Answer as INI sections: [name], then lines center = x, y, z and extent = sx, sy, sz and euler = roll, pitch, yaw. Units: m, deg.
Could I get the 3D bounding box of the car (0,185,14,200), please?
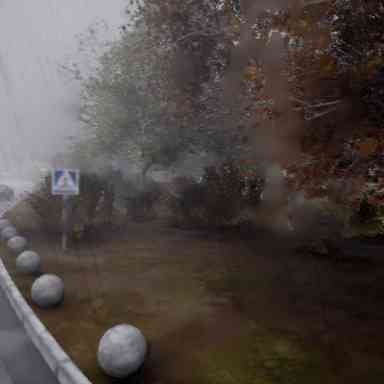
[car]
center = -21.449, -0.058, 37.491
extent = 2.097, 1.767, 4.553
euler = 1, 2, -23
